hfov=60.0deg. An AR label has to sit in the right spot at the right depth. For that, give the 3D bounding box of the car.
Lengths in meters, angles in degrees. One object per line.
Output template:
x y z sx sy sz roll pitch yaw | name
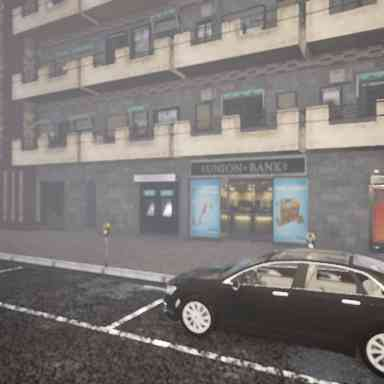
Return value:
1.613 1.581 5.266 4.403 1.369 2.008 0 0 27 | car
